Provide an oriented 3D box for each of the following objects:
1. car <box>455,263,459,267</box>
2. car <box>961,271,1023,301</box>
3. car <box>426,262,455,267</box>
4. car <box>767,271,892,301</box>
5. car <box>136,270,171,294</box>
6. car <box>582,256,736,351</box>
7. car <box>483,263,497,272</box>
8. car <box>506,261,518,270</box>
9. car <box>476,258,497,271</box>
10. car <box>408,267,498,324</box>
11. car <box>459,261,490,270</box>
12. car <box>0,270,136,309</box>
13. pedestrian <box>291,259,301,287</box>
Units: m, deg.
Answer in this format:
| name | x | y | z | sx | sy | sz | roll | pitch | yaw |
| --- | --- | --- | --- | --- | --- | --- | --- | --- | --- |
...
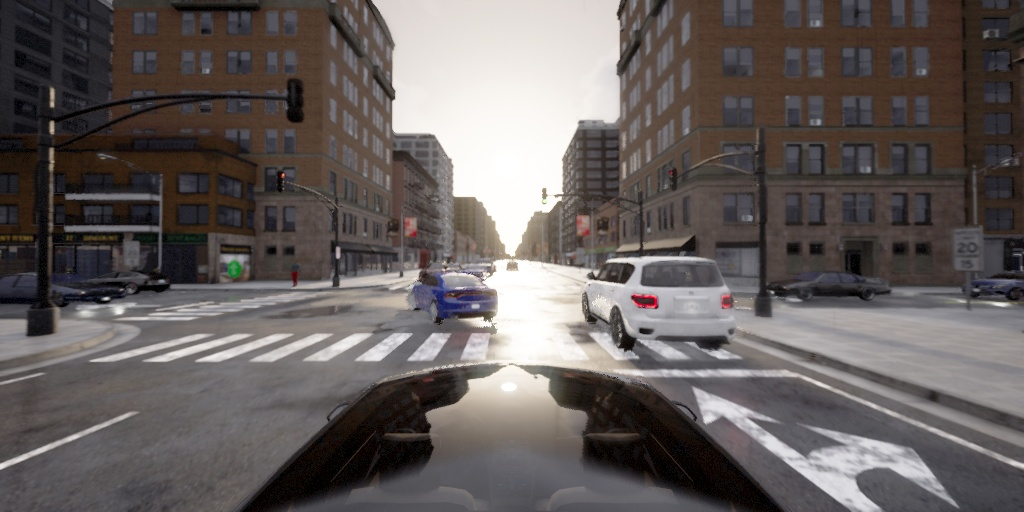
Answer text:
| name | x | y | z | sx | sy | sz | roll | pitch | yaw |
| --- | --- | --- | --- | --- | --- | --- | --- | --- | --- |
| car | -6.602 | 1.562 | 40.179 | 1.837 | 1.490 | 4.892 | 0 | 0 | 1 |
| car | 25.797 | 1.465 | 18.118 | 4.674 | 1.442 | 1.812 | 0 | -1 | 0 |
| car | -6.605 | 1.338 | 31.129 | 2.097 | 1.767 | 4.553 | 0 | 0 | 0 |
| car | 15.838 | 1.469 | 18.164 | 5.357 | 1.411 | 2.033 | 0 | -1 | 0 |
| car | -22.128 | 1.483 | 20.533 | 4.313 | 1.339 | 1.948 | 0 | 0 | 0 |
| car | 3.347 | 1.035 | 9.353 | 2.150 | 2.045 | 5.566 | 0 | 0 | 0 |
| car | -3.318 | 1.770 | 54.734 | 1.895 | 1.301 | 4.718 | 0 | 0 | 1 |
| car | 0.056 | 1.583 | 62.689 | 2.097 | 1.767 | 4.553 | 0 | 0 | 0 |
| car | -3.352 | 1.299 | 42.801 | 2.150 | 2.045 | 5.566 | 0 | 0 | 0 |
| car | -2.208 | 1.313 | 12.567 | 1.882 | 1.535 | 5.008 | 1 | -1 | -28 |
| car | -3.357 | 1.478 | 32.867 | 1.882 | 1.535 | 5.008 | 0 | 0 | 0 |
| car | -19.650 | 1.400 | 15.041 | 5.357 | 1.411 | 2.033 | 0 | -1 | 0 |
| pedestrian | -14.146 | 1.095 | 23.379 | 0.375 | 1.860 | 0.375 | 0 | -1 | 0 |
